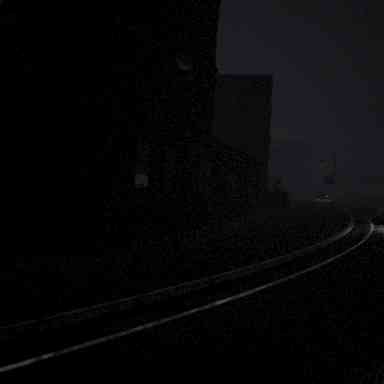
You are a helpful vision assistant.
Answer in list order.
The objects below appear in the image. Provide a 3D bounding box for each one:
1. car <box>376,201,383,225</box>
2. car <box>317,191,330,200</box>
[{"bbox_3d":[13.531,1.287,22.123,1.882,1.535,5.008,2,2,23],"label":"car"},{"bbox_3d":[24.766,0.620,62.459,1.837,1.490,4.892,2,2,25],"label":"car"}]
